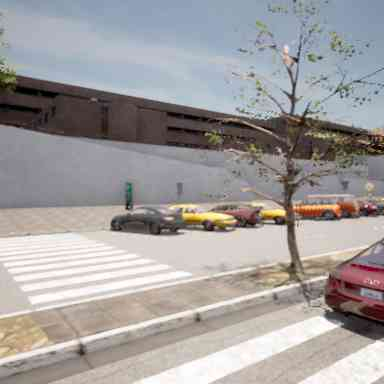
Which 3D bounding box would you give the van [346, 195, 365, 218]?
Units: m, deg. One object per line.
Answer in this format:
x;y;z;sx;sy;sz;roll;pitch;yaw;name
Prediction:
12.191;1.224;28.861;4.442;1.987;1.878;-1;-1;35;van

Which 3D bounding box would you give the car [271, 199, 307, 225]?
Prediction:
4.952;1.459;23.621;5.366;1.575;1.946;-1;-1;35;car

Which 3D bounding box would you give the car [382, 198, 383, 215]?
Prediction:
16.925;1.451;32.394;4.792;1.488;2.163;-1;0;35;car

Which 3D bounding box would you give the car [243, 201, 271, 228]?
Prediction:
2.342;1.495;22.008;4.792;1.488;2.163;-1;-1;35;car

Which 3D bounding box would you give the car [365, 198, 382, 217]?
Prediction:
14.523;1.476;30.644;4.674;1.452;2.002;-1;0;35;car

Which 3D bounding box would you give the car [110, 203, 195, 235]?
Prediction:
-2.490;1.509;18.530;4.674;1.452;2.002;-1;0;35;car

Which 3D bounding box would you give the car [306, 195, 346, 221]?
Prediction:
9.680;1.332;27.168;4.553;1.767;2.185;-1;0;34;car

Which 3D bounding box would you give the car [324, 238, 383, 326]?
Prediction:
4.419;1.544;6.316;4.181;1.385;1.994;0;0;-35;car

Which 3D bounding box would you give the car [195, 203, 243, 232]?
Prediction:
0.091;1.460;20.161;5.366;1.575;1.946;-1;-1;35;car
